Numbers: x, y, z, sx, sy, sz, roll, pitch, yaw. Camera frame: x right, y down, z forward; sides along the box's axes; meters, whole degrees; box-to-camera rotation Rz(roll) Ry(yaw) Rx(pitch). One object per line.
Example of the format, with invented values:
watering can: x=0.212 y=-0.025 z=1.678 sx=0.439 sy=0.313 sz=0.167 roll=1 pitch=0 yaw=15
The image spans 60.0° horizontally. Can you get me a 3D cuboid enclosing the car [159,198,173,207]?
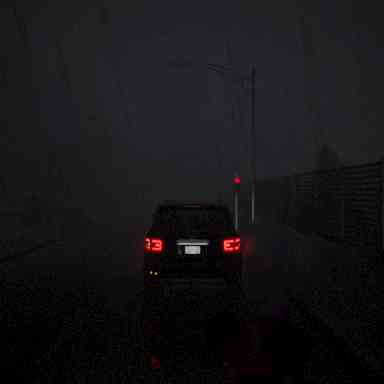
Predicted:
car: x=-4.153 y=1.601 z=53.590 sx=1.895 sy=1.301 sz=4.718 roll=0 pitch=0 yaw=0

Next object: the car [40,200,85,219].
car: x=-11.755 y=1.477 z=28.499 sx=5.008 sy=1.535 sz=1.882 roll=0 pitch=0 yaw=-3

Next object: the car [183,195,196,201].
car: x=-0.633 y=1.478 z=82.075 sx=1.882 sy=1.535 sz=5.008 roll=0 pitch=0 yaw=-18

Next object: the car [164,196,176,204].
car: x=-4.125 y=1.547 z=63.353 sx=2.033 sy=1.411 sz=5.357 roll=0 pitch=0 yaw=0

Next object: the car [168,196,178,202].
car: x=-4.083 y=1.552 z=73.338 sx=1.994 sy=1.385 sz=4.181 roll=0 pitch=0 yaw=0

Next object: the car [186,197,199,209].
car: x=0.060 y=1.525 z=46.593 sx=1.812 sy=1.442 sz=4.674 roll=0 pitch=0 yaw=0

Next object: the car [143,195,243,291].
car: x=0.033 y=1.221 z=9.158 sx=2.150 sy=2.045 sz=5.566 roll=0 pitch=0 yaw=0
